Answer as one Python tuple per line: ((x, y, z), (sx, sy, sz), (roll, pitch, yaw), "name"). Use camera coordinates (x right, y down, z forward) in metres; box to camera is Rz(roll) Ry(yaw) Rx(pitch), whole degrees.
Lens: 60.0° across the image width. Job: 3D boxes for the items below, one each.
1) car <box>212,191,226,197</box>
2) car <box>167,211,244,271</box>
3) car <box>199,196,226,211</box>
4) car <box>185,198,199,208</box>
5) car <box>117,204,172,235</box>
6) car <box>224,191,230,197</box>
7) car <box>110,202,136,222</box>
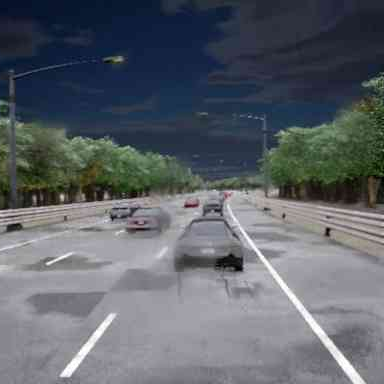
((3.560, 1.192, 49.107), (2.097, 1.767, 4.553), (-1, 0, 6), "car")
((0.547, 1.532, 10.803), (1.994, 1.385, 4.181), (-1, 0, 3), "car")
((1.978, 1.416, 31.351), (1.837, 1.490, 4.892), (-1, 0, 5), "car")
((0.070, 1.493, 48.271), (1.994, 1.385, 4.181), (-1, 0, 6), "car")
((-2.359, 1.579, 19.108), (2.033, 1.411, 5.357), (-1, 0, 4), "car")
((8.370, 0.826, 89.584), (2.150, 2.045, 5.566), (-1, 0, 8), "car")
((-5.259, 1.588, 27.295), (2.128, 1.511, 4.902), (-1, 0, 4), "car")
